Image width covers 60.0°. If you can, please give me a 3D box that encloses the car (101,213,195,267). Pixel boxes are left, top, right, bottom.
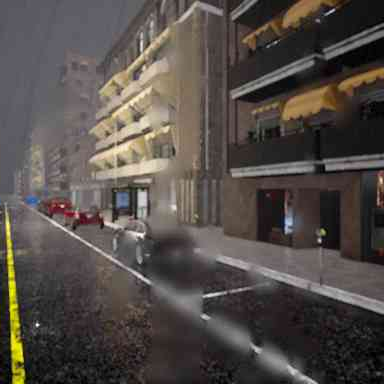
[{"bbox_3d":[-1.488,1.568,11.517,2.008,1.369,4.403,0,0,-29],"label":"car"}]

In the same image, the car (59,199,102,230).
[{"bbox_3d":[-7.010,1.473,21.371,1.967,1.590,4.097,0,0,-29],"label":"car"}]

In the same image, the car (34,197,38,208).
[{"bbox_3d":[-18.054,1.648,41.083,1.802,1.307,4.206,0,0,-29],"label":"car"}]

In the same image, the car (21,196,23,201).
[{"bbox_3d":[-42.904,1.715,85.432,1.887,1.381,4.507,0,0,-29],"label":"car"}]

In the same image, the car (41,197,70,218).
[{"bbox_3d":[-12.531,1.365,31.228,2.192,1.841,5.009,0,0,-29],"label":"car"}]

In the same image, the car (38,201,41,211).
[{"bbox_3d":[-15.293,1.640,36.155,1.802,1.307,4.206,0,0,-29],"label":"car"}]

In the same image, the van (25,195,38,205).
[{"bbox_3d":[-29.099,1.452,60.793,1.690,1.788,3.998,0,0,-29],"label":"van"}]

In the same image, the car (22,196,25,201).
[{"bbox_3d":[-31.859,1.688,65.721,1.947,1.339,4.313,0,0,-29],"label":"car"}]
